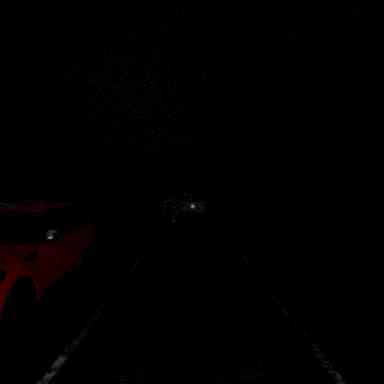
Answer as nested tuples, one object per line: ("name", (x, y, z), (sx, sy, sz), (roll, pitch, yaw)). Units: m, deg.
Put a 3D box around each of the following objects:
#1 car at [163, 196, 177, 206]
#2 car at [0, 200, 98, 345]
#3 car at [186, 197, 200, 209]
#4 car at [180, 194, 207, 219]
("car", (-3.450, 1.432, 53.006), (1.837, 1.490, 4.892), (0, 0, 1))
("car", (-3.591, 1.215, 6.727), (2.150, 2.045, 5.566), (0, 0, 0))
("car", (0.150, 1.431, 45.589), (1.882, 1.535, 5.008), (0, 0, 0))
("car", (0.122, 1.199, 29.313), (2.150, 2.045, 5.566), (0, 0, 1))
